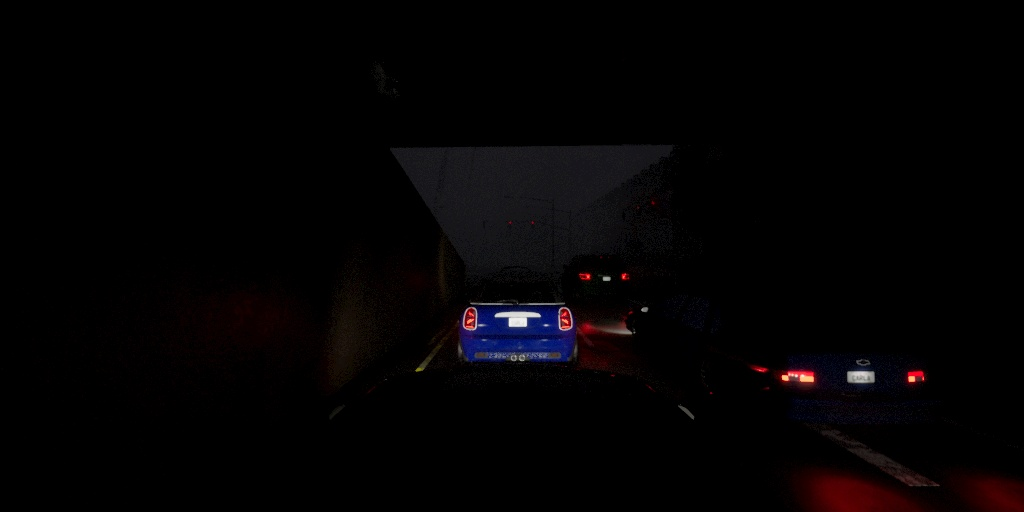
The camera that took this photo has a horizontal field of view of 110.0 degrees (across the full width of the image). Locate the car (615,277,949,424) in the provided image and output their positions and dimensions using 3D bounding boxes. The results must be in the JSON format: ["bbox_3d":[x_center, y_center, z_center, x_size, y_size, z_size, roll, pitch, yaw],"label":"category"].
[{"bbox_3d":[3.612,1.297,6.212,2.033,1.411,5.357,0,0,0],"label":"car"}]

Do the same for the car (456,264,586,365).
[{"bbox_3d":[0.108,1.101,7.984,2.097,1.767,4.553,0,0,0],"label":"car"}]

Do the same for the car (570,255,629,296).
[{"bbox_3d":[3.649,0.969,16.458,2.150,2.045,5.566,0,0,0],"label":"car"}]

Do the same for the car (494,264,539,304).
[{"bbox_3d":[0.136,1.225,17.267,1.882,1.535,5.008,0,0,-1],"label":"car"}]
